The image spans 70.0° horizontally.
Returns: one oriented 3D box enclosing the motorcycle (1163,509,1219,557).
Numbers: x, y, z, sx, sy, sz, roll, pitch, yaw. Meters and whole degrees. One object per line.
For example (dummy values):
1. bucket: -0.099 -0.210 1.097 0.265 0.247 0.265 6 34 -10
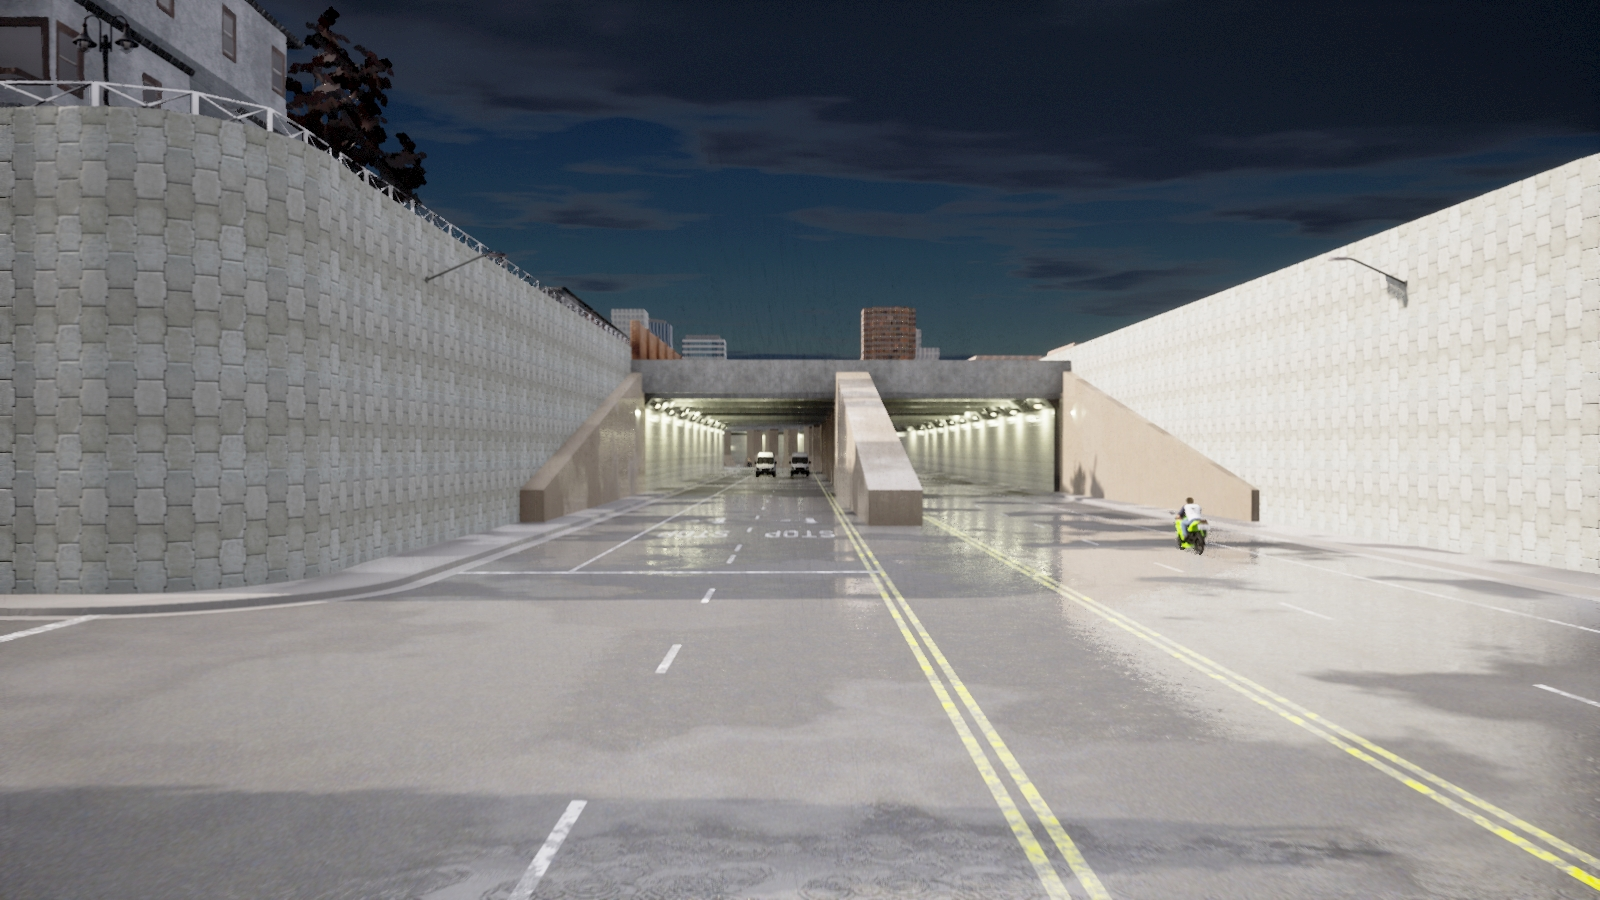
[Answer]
1. motorcycle: 10.479 2.203 30.669 0.803 1.145 2.033 0 0 0
